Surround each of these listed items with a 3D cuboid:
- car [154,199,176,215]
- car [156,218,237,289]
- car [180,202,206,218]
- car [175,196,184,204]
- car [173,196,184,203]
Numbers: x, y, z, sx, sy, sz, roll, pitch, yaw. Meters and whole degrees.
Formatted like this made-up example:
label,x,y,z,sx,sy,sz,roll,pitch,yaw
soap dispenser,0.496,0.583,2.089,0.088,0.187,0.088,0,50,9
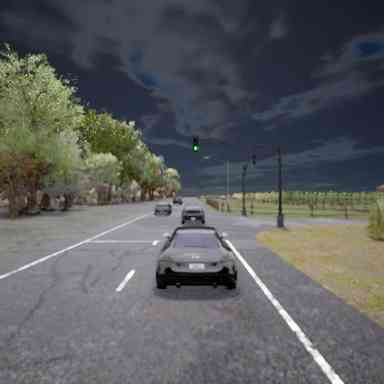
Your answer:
label,x,y,z,sx,sy,sz,roll,pitch,yaw
car,-3.405,1.920,40.081,2.128,1.511,4.902,0,0,0
car,0.101,1.668,9.525,1.994,1.385,4.181,0,0,0
car,0.095,1.810,28.198,1.837,1.490,4.892,0,0,0
car,-3.514,2.201,93.250,2.150,2.045,5.566,0,-1,0
car,-3.512,2.080,81.479,2.150,2.045,5.566,0,-1,0
